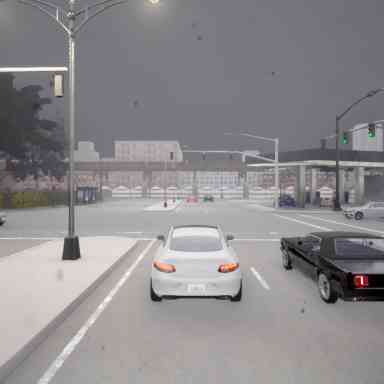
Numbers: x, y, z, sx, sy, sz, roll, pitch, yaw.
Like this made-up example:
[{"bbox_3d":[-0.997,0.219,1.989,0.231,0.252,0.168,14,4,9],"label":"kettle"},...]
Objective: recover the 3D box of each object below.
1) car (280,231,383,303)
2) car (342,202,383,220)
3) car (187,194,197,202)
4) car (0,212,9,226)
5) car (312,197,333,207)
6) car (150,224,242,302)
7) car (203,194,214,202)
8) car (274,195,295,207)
[{"bbox_3d":[3.591,1.599,8.128,1.895,1.301,4.718,0,0,0],"label":"car"},{"bbox_3d":[14.899,1.523,27.498,4.674,1.442,1.812,0,0,-1],"label":"car"},{"bbox_3d":[0.028,1.250,72.332,2.097,1.767,4.553,0,0,0],"label":"car"},{"bbox_3d":[-13.743,1.544,21.465,4.718,1.301,1.895,0,0,37],"label":"car"},{"bbox_3d":[18.975,1.434,48.443,1.970,1.475,3.806,0,0,0],"label":"car"},{"bbox_3d":[0.085,1.517,8.145,1.812,1.442,4.674,0,0,0],"label":"car"},{"bbox_3d":[3.528,1.257,72.331,2.097,1.767,4.553,0,0,0],"label":"car"},{"bbox_3d":[13.230,1.262,47.682,2.242,1.667,4.611,0,0,0],"label":"car"}]
